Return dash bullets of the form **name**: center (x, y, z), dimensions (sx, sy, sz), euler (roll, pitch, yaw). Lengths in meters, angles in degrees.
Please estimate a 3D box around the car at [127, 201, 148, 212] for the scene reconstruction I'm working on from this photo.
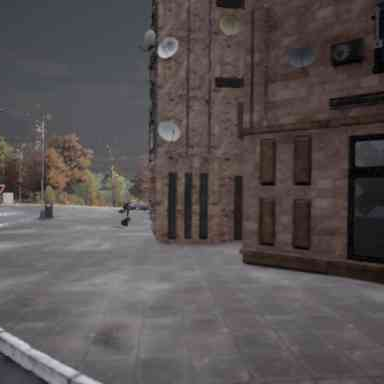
- **car**: center (-6.970, 1.998, 45.198), dimensions (1.812, 1.442, 4.674), euler (1, -3, 42)
